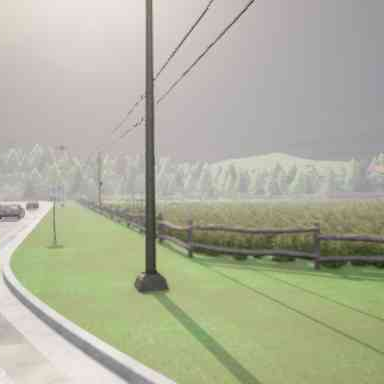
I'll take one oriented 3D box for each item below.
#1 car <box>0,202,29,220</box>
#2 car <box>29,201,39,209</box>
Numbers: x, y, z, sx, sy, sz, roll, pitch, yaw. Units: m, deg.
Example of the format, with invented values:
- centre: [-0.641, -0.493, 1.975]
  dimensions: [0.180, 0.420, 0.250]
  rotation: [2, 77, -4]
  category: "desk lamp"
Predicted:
- centre: [-17.677, 1.942, 32.743]
  dimensions: [2.033, 1.411, 5.357]
  rotation: [0, -1, -21]
  category: "car"
- centre: [-26.877, 2.178, 56.152]
  dimensions: [1.812, 1.442, 4.674]
  rotation: [0, -1, -21]
  category: "car"
